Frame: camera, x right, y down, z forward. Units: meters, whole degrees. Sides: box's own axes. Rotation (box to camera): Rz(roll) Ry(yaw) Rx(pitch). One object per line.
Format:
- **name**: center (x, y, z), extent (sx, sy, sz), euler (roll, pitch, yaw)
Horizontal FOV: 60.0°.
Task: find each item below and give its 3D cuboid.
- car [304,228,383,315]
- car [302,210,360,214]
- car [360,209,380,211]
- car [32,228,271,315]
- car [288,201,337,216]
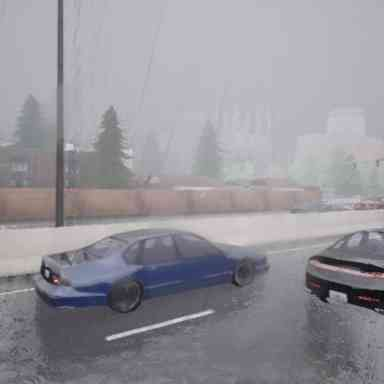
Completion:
- **car**: center (4.380, 1.514, 6.875), extent (4.902, 1.511, 2.128), euler (0, 0, -35)
- **car**: center (9.814, 1.633, 23.880), extent (4.181, 1.385, 1.994), euler (0, 0, -35)
- **car**: center (19.324, 1.339, 34.917), extent (5.566, 2.045, 2.150), euler (1, 0, -35)
- **car**: center (-0.624, 1.558, 7.601), extent (5.357, 1.411, 2.033), euler (0, 0, -35)
- **car**: center (12.529, 1.643, 34.401), extent (5.357, 1.411, 2.033), euler (0, 0, -35)
